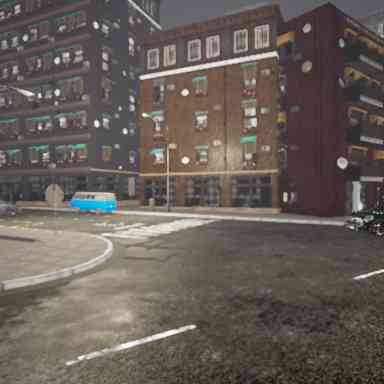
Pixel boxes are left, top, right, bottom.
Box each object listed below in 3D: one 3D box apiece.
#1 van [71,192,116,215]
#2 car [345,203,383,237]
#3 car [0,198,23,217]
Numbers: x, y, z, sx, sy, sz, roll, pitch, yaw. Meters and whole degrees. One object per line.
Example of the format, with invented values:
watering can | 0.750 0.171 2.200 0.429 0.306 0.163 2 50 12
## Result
van | -8.238 0.923 27.802 3.998 1.788 1.690 1 0 25
car | 10.795 1.362 18.040 4.553 1.767 2.097 1 2 -8
car | -15.011 1.086 24.558 5.357 1.411 2.033 1 1 25
